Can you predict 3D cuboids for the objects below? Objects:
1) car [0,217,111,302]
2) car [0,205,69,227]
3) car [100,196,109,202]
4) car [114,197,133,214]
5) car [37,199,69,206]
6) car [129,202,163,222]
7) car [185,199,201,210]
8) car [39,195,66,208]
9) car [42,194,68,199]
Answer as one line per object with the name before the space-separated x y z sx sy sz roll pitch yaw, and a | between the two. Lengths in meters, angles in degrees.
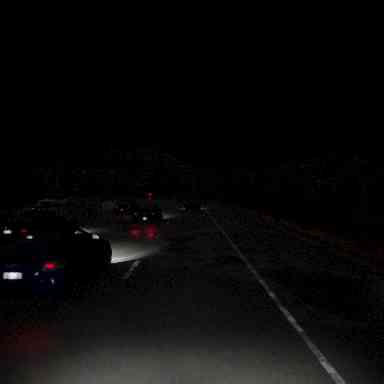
car | -3.400 1.564 8.341 1.994 1.385 4.181 0 0 0
car | -6.899 1.549 15.007 2.033 1.411 5.357 0 0 0
car | -22.107 1.776 83.565 1.994 1.385 4.181 0 0 -18
car | -6.898 1.555 35.065 1.812 1.442 4.674 0 0 0
car | -14.095 1.625 32.943 1.895 1.301 4.718 0 0 0
car | -3.398 1.614 26.199 1.895 1.301 4.718 0 0 0
car | 0.102 1.611 42.949 1.994 1.385 4.181 0 0 0
car | -21.084 1.424 50.441 2.097 1.767 4.553 0 0 0
car | -17.585 1.270 42.514 2.150 2.045 5.566 0 0 0
